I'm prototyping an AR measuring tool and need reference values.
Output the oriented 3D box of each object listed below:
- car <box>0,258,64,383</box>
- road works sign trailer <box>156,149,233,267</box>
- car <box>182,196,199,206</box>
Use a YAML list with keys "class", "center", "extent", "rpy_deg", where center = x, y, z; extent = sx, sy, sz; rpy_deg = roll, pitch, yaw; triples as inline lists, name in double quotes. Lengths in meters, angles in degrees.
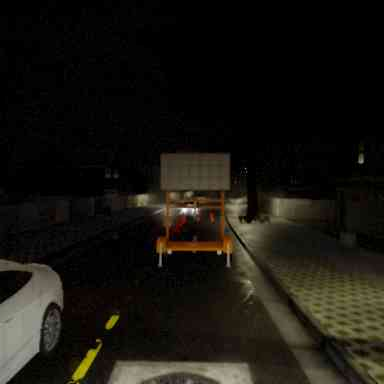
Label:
- class: "car"
  center: [-2.806, 1.501, 3.253]
  extent: [1.812, 1.442, 4.674]
  rpy_deg: [0, 0, 0]
- class: "road works sign trailer"
  center: [0.114, 0.390, 11.118]
  extent: [2.380, 3.560, 2.880]
  rpy_deg: [0, 0, 2]
- class: "car"
  center: [-0.188, 1.273, 46.388]
  extent: [1.895, 1.301, 4.718]
  rpy_deg: [0, 1, 7]
